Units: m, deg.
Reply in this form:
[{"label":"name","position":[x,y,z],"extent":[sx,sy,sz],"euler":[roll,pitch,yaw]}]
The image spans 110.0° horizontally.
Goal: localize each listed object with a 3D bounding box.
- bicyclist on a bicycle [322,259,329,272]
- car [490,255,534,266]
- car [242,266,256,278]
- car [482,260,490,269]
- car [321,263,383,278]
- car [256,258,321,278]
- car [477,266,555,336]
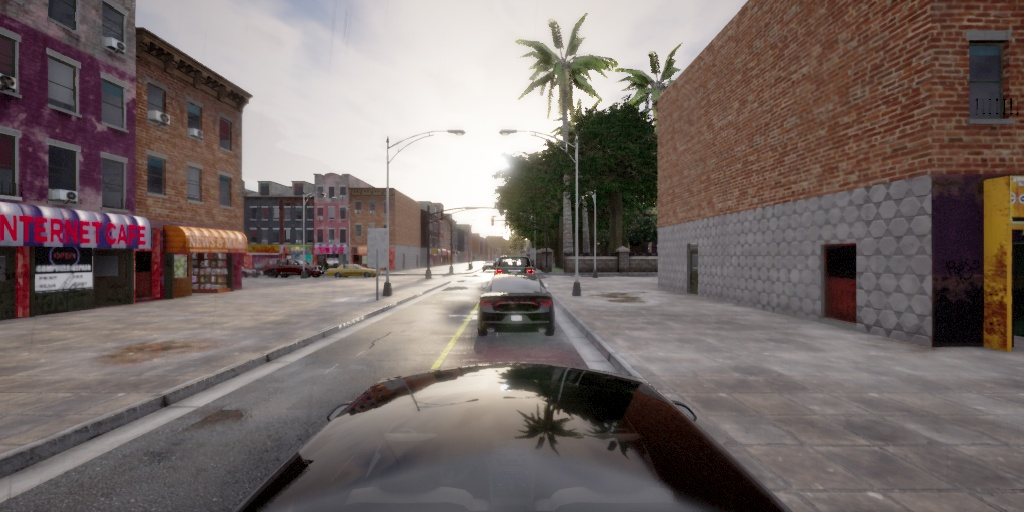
[{"label":"bicyclist on a bicycle","position":[-20.147,1.124,38.633],"extent":[0.582,1.620,1.656],"euler":[0,0,0]},{"label":"car","position":[0.100,0.980,20.418],"extent":[2.150,2.045,5.566],"euler":[0,0,-1]},{"label":"car","position":[-25.516,1.409,32.980],"extent":[4.207,1.307,1.802],"euler":[0,0,0]},{"label":"car","position":[-2.862,1.316,47.862],"extent":[1.812,1.442,4.674],"euler":[0,0,0]},{"label":"car","position":[-14.443,1.324,32.994],"extent":[4.829,1.417,1.751],"euler":[0,0,0]},{"label":"car","position":[-20.064,1.127,32.987],"extent":[5.009,1.841,2.192],"euler":[0,0,0]},{"label":"car","position":[0.098,1.230,10.449],"extent":[1.882,1.535,5.008],"euler":[0,0,0]}]
